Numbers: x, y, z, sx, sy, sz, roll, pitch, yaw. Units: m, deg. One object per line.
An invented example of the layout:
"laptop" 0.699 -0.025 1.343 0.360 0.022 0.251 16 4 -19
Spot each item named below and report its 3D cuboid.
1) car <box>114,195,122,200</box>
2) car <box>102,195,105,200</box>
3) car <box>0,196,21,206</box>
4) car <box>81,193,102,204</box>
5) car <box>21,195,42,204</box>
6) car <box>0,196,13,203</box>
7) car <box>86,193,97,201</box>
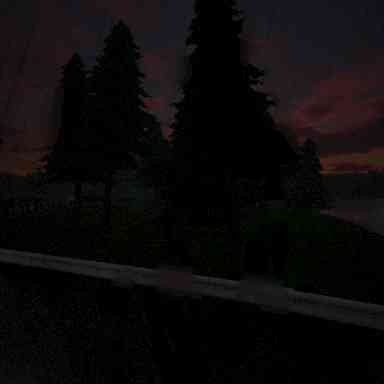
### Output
"car" -19.344 1.525 86.495 2.128 1.511 4.902 0 0 -10
"car" -22.597 1.540 83.845 2.033 1.411 5.357 0 0 -7
"car" -26.823 1.525 46.591 1.812 1.442 4.674 0 0 15
"car" -19.404 1.503 63.385 1.837 1.490 4.892 1 0 7
"car" -30.263 1.353 62.592 2.097 1.767 4.553 0 0 9
"car" -39.964 1.540 69.270 2.033 1.411 5.357 0 0 5
"car" -26.751 1.225 88.610 2.150 2.045 5.566 0 0 -10
